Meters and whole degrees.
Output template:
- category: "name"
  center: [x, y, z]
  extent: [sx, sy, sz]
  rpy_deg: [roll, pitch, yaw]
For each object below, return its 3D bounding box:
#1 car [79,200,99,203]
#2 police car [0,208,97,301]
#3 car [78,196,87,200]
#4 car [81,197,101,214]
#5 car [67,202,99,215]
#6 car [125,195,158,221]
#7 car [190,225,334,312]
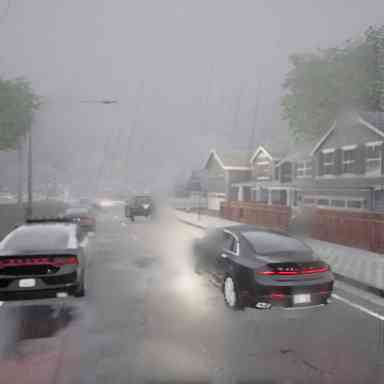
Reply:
- category: "car"
  center: [-7.828, 1.566, 23.862]
  extent: [1.812, 1.442, 4.674]
  rpy_deg: [0, 0, -17]
- category: "police car"
  center: [-3.604, 1.444, 8.513]
  extent: [1.930, 1.638, 5.238]
  rpy_deg: [0, 0, -14]
- category: "car"
  center: [-18.936, 1.507, 58.807]
  extent: [1.882, 1.535, 5.008]
  rpy_deg: [0, 0, -22]
- category: "car"
  center: [-12.767, 1.649, 42.480]
  extent: [1.895, 1.301, 4.718]
  rpy_deg: [0, 0, -20]
- category: "car"
  center: [-6.157, 1.541, 18.087]
  extent: [1.837, 1.490, 4.892]
  rpy_deg: [0, 0, -16]
- category: "car"
  center: [-4.389, 1.292, 28.379]
  extent: [2.150, 2.045, 5.566]
  rpy_deg: [0, 0, -17]
- category: "car"
  center: [1.281, 1.552, 7.954]
  extent: [1.837, 1.490, 4.892]
  rpy_deg: [0, 0, -14]
